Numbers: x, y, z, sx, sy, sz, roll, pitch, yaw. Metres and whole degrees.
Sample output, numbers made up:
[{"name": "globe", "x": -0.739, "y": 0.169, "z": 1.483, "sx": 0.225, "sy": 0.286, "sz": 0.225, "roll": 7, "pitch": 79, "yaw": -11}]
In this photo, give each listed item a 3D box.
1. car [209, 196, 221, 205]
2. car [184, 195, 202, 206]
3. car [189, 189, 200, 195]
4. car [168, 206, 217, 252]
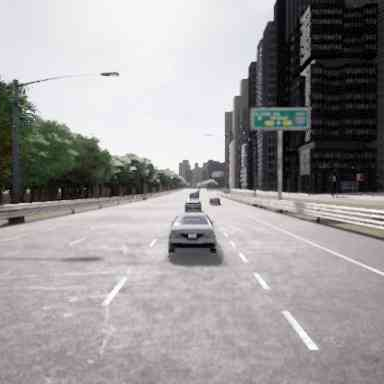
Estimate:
[{"name": "car", "x": 3.948, "y": 1.386, "z": 57.974, "sx": 2.128, "sy": 1.511, "sz": 4.902, "roll": 0, "pitch": 0, "yaw": 1}, {"name": "car", "x": 0.146, "y": 1.470, "z": 37.926, "sx": 2.128, "sy": 1.511, "sz": 4.902, "roll": 0, "pitch": 0, "yaw": 0}, {"name": "car", "x": 0.514, "y": 1.030, "z": 70.495, "sx": 2.150, "sy": 2.045, "sz": 5.566, "roll": 0, "pitch": 0, "yaw": 1}, {"name": "car", "x": 0.018, "y": 1.554, "z": 13.919, "sx": 2.033, "sy": 1.411, "sz": 5.357, "roll": 0, "pitch": 0, "yaw": 0}]
